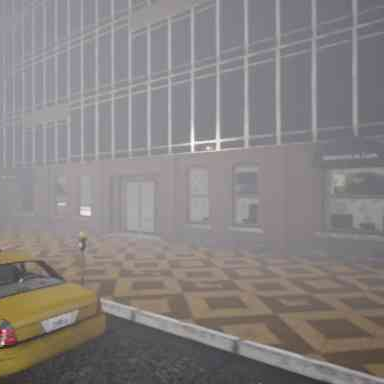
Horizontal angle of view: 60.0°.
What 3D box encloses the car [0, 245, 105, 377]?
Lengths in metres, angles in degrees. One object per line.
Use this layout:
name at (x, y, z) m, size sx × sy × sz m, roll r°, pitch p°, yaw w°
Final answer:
car at (-3.463, 1.522, 5.351) m, size 4.829 × 1.417 × 1.752 m, roll 0°, pitch 0°, yaw 36°
